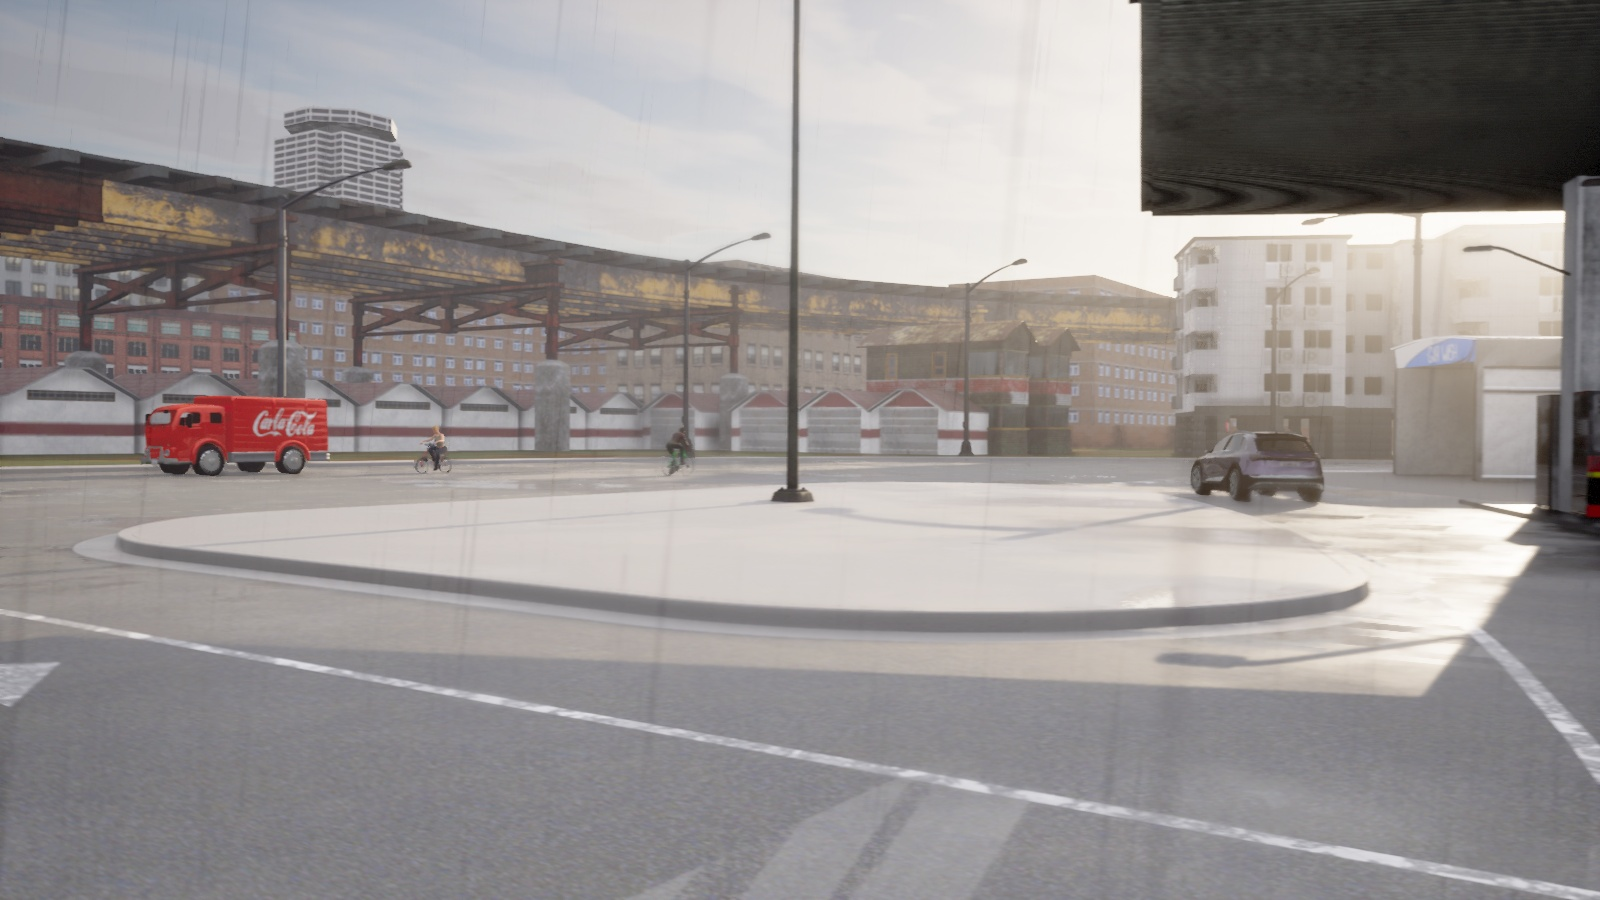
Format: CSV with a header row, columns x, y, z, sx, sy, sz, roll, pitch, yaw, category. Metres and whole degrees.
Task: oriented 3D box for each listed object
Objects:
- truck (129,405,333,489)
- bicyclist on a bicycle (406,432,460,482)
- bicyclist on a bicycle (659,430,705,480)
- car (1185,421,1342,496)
x,y,z,sx,sy,sz,roll,pitch,yaw,category
-17.794,-0.134,39.520,2.627,2.467,5.204,0,1,34,truck
-12.158,0.210,41.625,0.866,1.612,1.509,0,1,34,bicyclist on a bicycle
-3.895,0.155,41.390,0.582,1.620,1.656,0,1,34,bicyclist on a bicycle
10.965,0.151,30.111,2.033,1.649,4.856,0,1,1,car
